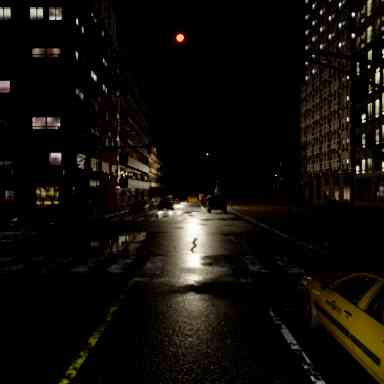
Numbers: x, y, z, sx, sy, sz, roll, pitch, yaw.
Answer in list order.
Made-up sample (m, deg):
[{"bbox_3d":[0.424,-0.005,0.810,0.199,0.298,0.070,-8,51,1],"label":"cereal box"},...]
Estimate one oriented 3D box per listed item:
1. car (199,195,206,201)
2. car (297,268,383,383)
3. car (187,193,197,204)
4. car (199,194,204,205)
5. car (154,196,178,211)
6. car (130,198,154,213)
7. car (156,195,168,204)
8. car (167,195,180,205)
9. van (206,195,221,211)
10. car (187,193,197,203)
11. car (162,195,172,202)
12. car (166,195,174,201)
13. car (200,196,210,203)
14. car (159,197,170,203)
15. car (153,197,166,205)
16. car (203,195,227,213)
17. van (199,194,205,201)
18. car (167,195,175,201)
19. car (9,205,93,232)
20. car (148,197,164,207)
[{"bbox_3d":[2.684,1.612,86.258,1.752,1.417,4.829,0,0,0],"label":"car"},{"bbox_3d":[2.687,1.525,4.106,1.752,1.417,4.829,0,0,0],"label":"car"},{"bbox_3d":[0.098,1.527,65.363,1.882,1.535,5.008,0,0,0],"label":"car"},{"bbox_3d":[2.683,1.353,58.455,2.192,1.841,5.009,0,0,0],"label":"car"},{"bbox_3d":[-3.100,1.562,40.567,2.033,1.411,5.357,0,0,0],"label":"car"},{"bbox_3d":[-5.694,1.562,36.348,2.008,1.369,4.403,0,0,0],"label":"car"},{"bbox_3d":[-5.697,1.487,63.982,1.967,1.590,4.097,0,0,0],"label":"car"},{"bbox_3d":[-3.086,1.563,58.336,1.812,1.442,4.674,0,0,0],"label":"car"},{"bbox_3d":[2.684,1.357,41.875,1.690,1.788,3.998,0,0,0],"label":"van"},{"bbox_3d":[0.000,1.291,75.839,2.150,2.045,5.566,0,0,0],"label":"car"},{"bbox_3d":[-5.697,1.505,75.035,1.967,1.590,4.097,0,0,0],"label":"car"},{"bbox_3d":[-5.697,1.611,85.918,1.752,1.417,4.829,0,0,0],"label":"car"},{"bbox_3d":[2.684,1.600,69.509,1.887,1.381,4.507,0,0,0],"label":"car"},{"bbox_3d":[-5.696,1.638,69.509,1.802,1.307,4.206,0,0,0],"label":"car"},{"bbox_3d":[-5.696,1.582,58.454,1.887,1.381,4.507,0,0,0],"label":"car"},{"bbox_3d":[2.684,1.326,36.349,2.192,1.841,5.009,0,0,0],"label":"car"},{"bbox_3d":[2.682,1.439,91.614,1.690,1.788,3.998,0,0,0],"label":"van"},{"bbox_3d":[-5.697,1.642,91.614,1.887,1.381,4.507,0,0,0],"label":"car"},{"bbox_3d":[-8.944,1.606,21.372,4.902,1.511,2.128,-1,1,-24],"label":"car"},{"bbox_3d":[-5.695,1.580,52.928,2.008,1.369,4.403,0,0,0],"label":"car"}]
